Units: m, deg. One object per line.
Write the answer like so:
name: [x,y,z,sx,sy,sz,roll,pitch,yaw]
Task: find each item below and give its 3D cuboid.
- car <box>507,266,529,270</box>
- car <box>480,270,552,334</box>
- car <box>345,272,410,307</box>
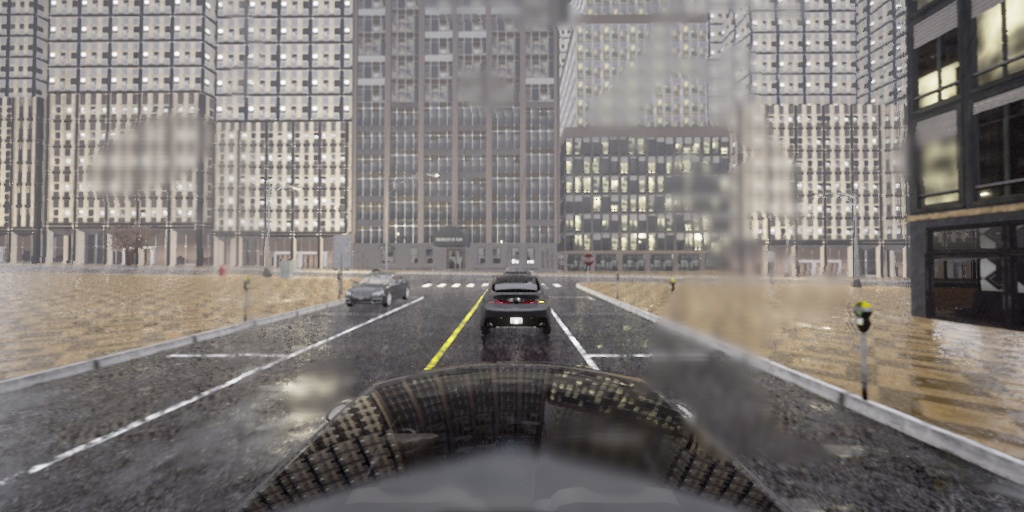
car: [0.449,1.404,24.693,2.128,1.511,4.902,0,0,4]
car: [0.100,1.318,10.896,1.837,1.490,4.892,0,-1,0]
car: [-5.820,1.401,15.951,2.007,1.370,4.403,0,0,0]
